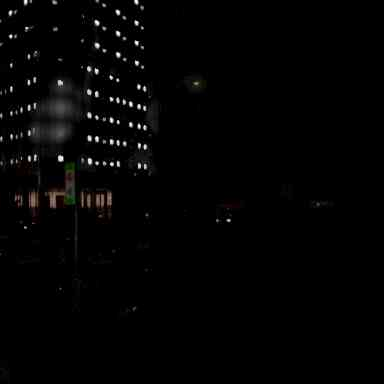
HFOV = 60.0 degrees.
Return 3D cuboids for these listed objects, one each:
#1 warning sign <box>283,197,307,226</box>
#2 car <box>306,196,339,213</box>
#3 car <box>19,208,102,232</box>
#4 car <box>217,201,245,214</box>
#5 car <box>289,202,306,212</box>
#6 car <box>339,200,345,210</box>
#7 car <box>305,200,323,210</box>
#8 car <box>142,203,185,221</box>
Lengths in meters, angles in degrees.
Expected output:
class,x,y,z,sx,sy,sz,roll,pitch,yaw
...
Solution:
class,x,y,z,sx,sy,sz,roll,pitch,yaw
warning sign,7.048,1.291,22.782,1.300,1.860,1.060,0,0,34
car,16.605,1.561,42.079,2.150,2.045,5.566,-1,-1,34
car,-8.606,1.788,22.362,2.033,1.411,5.357,-1,-1,34
car,5.020,1.876,42.440,1.882,1.535,5.008,-1,-1,34
car,14.319,1.977,44.516,1.895,1.301,4.718,-1,-1,33
car,22.102,1.880,50.907,1.882,1.535,5.008,-1,-1,31
car,19.321,1.960,52.588,1.812,1.442,4.674,-1,-1,31
car,-2.580,1.803,31.220,2.128,1.511,4.902,-1,-1,34
